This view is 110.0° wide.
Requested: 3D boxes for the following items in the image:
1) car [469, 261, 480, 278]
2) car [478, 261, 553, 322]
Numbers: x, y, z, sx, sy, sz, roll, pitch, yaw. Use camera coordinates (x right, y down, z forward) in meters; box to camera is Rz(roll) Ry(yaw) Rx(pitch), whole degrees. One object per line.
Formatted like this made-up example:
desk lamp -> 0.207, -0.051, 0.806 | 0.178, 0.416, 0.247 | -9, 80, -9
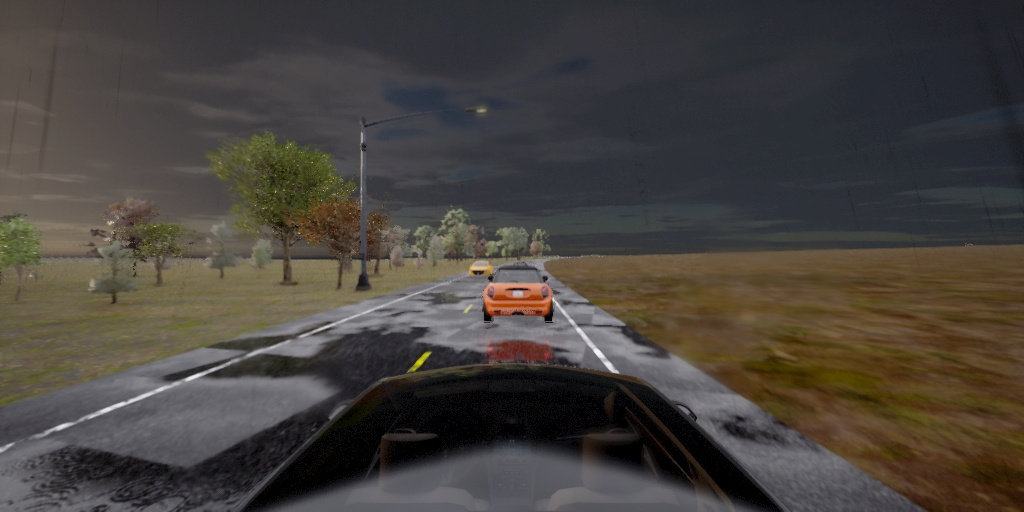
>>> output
car -> -2.848, 1.204, 33.641 | 1.882, 1.535, 5.008 | 0, 0, 2
car -> 0.200, 1.097, 12.396 | 2.097, 1.767, 4.553 | 0, 0, 1
